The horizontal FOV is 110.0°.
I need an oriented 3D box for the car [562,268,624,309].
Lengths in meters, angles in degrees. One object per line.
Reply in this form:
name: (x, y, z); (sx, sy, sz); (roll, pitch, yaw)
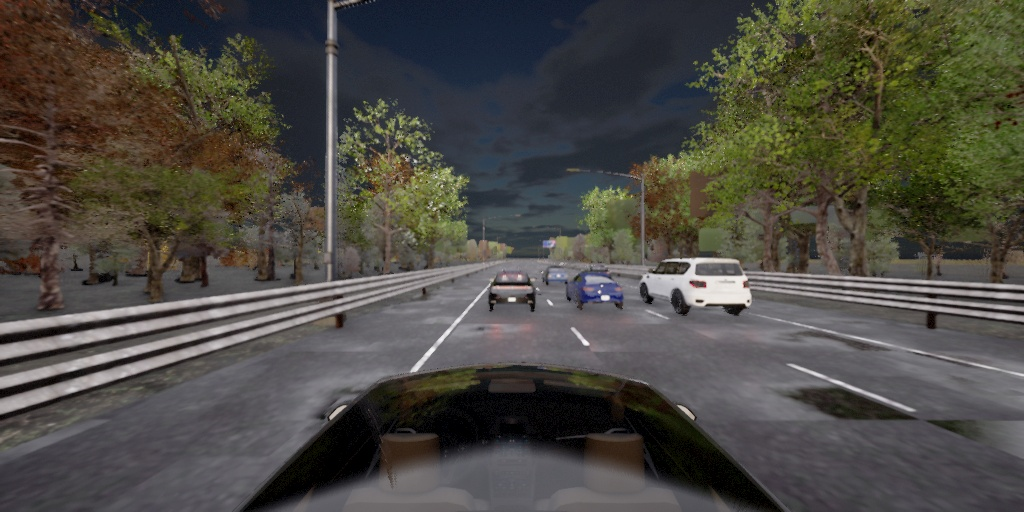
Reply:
car: (3.519, 1.417, 15.739); (1.812, 1.442, 4.674); (0, 0, 1)

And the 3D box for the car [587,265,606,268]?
car: (7.008, 1.528, 30.351); (2.128, 1.511, 4.902); (0, 0, 0)

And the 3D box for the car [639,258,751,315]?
car: (7.004, 1.103, 14.414); (2.150, 2.045, 5.566); (0, 0, 0)

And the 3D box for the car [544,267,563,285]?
car: (3.497, 1.573, 29.359); (2.033, 1.411, 5.357); (0, -1, 0)

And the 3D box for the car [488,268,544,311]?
car: (0.015, 1.380, 15.349); (2.128, 1.511, 4.902); (0, 0, 0)
